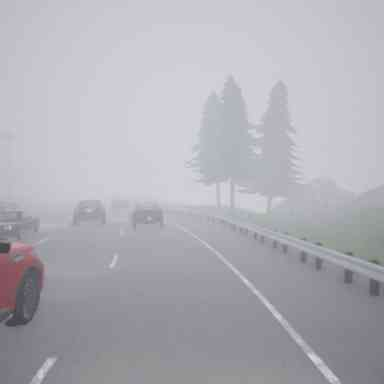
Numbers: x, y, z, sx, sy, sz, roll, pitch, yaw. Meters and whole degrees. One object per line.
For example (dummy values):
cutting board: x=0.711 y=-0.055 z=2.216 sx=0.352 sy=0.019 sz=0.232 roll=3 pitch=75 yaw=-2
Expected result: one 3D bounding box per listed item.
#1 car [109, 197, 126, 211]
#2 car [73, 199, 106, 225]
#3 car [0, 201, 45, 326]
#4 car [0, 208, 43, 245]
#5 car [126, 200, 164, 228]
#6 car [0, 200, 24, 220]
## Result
car: x=-8.634 y=1.351 z=39.332 sx=2.128 sy=1.511 sz=4.902 roll=0 pitch=0 yaw=-19
car: x=-7.268 y=1.279 z=23.778 sx=2.097 sy=1.767 sz=4.553 roll=0 pitch=0 yaw=-16
car: x=-3.711 y=1.224 z=3.831 sx=2.150 sy=2.045 sz=5.566 roll=0 pitch=0 yaw=-3
car: x=-8.904 y=1.574 z=16.335 sx=1.895 sy=1.301 sz=4.718 roll=0 pitch=0 yaw=-12
car: x=-3.094 y=1.389 z=21.904 sx=1.882 sy=1.535 sz=5.008 roll=0 pitch=0 yaw=-14
car: x=-16.150 y=1.502 z=28.983 sx=2.033 sy=1.411 sz=5.357 roll=0 pitch=0 yaw=-19
